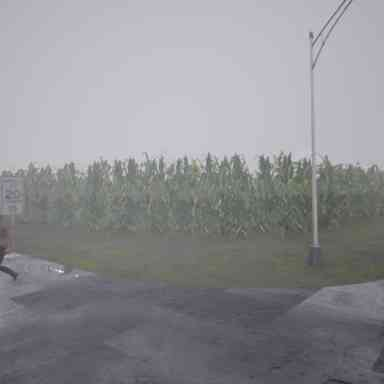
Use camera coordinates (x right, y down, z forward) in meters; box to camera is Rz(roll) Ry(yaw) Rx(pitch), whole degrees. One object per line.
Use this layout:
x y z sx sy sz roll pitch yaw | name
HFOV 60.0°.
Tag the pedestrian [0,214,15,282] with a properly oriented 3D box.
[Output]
-4.660 1.345 8.090 0.375 1.860 0.375 -2 -2 40 | pedestrian
